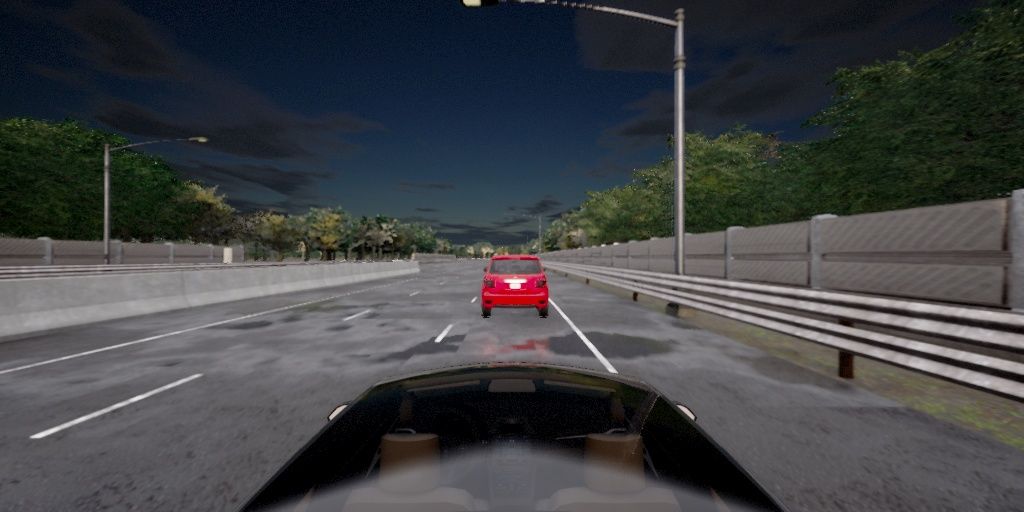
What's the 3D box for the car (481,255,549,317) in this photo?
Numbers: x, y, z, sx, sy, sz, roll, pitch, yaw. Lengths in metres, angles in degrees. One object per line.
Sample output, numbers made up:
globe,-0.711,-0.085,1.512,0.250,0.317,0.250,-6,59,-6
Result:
car,0.098,0.986,13.285,2.150,2.045,5.566,0,0,0
